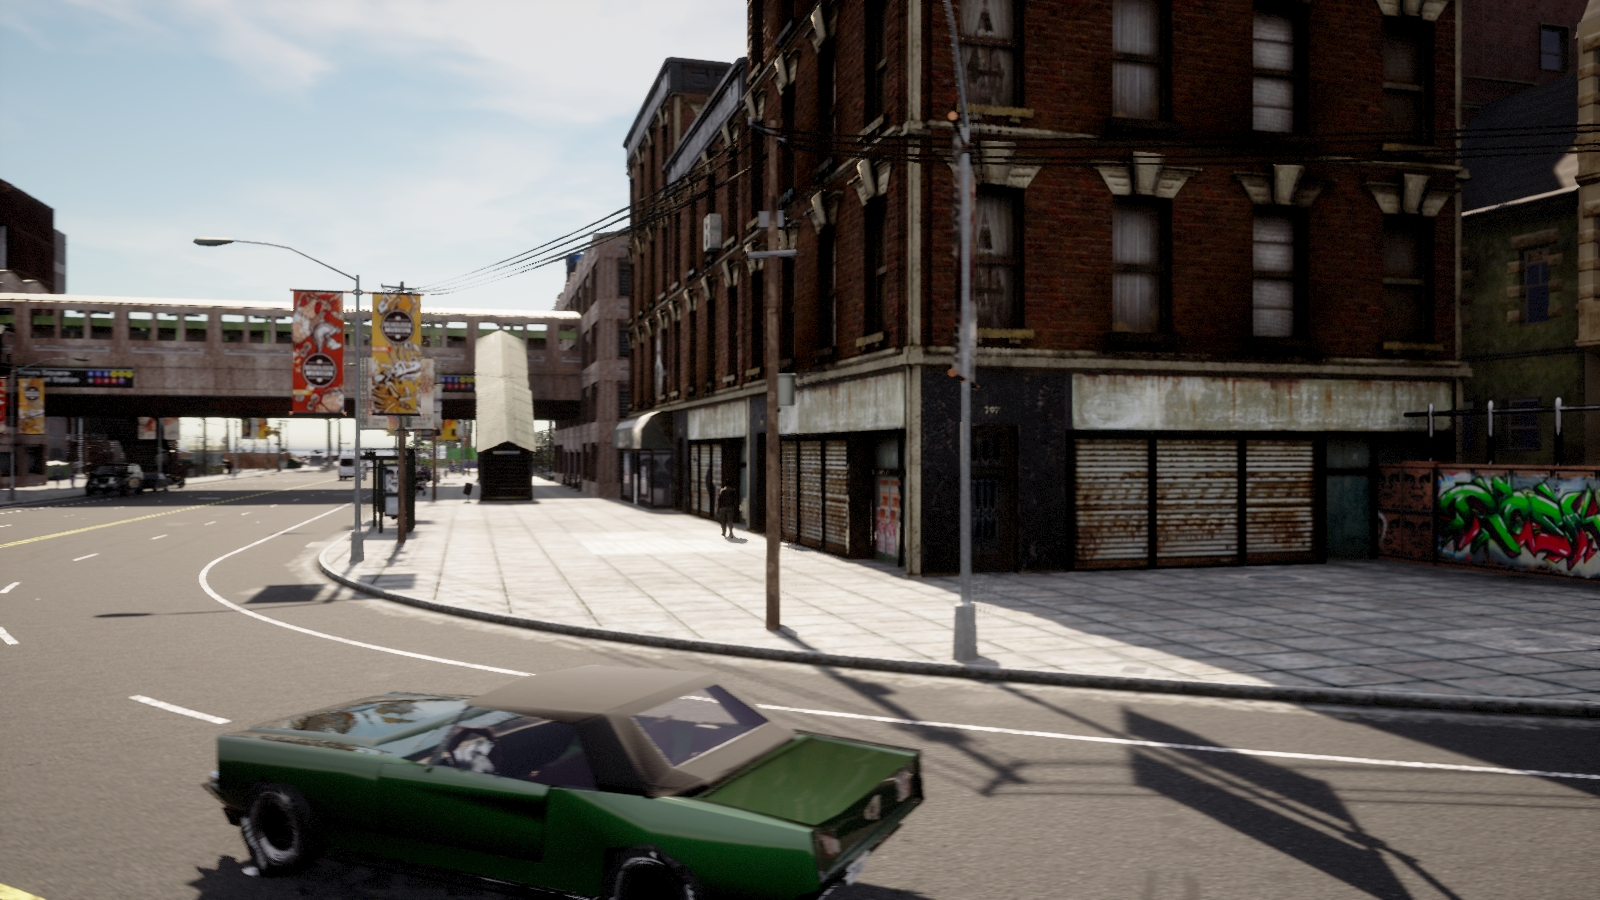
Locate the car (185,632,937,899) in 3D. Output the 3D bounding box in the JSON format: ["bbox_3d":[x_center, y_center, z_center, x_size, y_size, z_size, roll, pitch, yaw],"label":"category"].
[{"bbox_3d":[-1.637,2.162,7.626,4.718,1.301,1.895,0,0,25],"label":"car"}]

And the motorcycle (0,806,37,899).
[{"bbox_3d":[-4.515,2.217,5.275,2.033,1.145,0.803,0,0,29],"label":"motorcycle"}]

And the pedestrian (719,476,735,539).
[{"bbox_3d":[-2.210,1.731,34.577,0.375,1.860,0.375,0,0,-20],"label":"pedestrian"}]
